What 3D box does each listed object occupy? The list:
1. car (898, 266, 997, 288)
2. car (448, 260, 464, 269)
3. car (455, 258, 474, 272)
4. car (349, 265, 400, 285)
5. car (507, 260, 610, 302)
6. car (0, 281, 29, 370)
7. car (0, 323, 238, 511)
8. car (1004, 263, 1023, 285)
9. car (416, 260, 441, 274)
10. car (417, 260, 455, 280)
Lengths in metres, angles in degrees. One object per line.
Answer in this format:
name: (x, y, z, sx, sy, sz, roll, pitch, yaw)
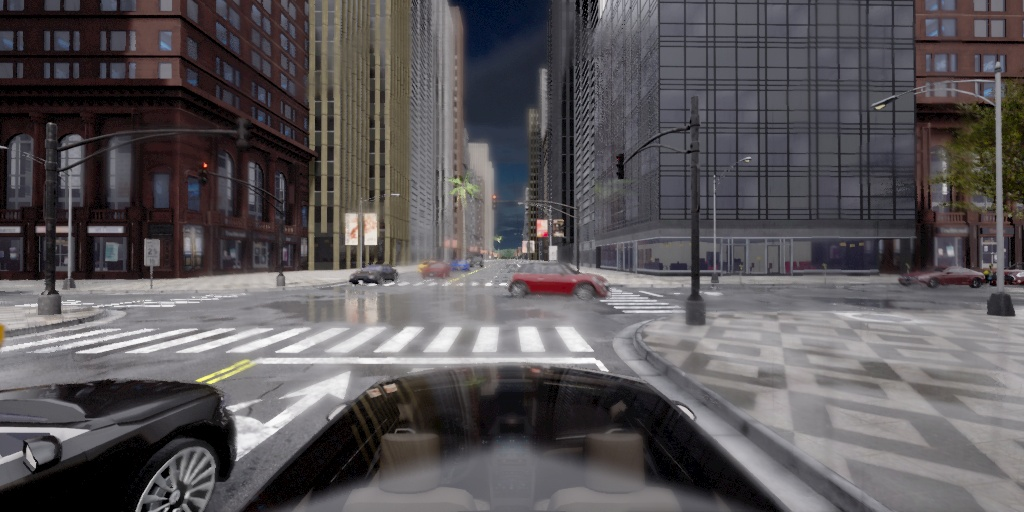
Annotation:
car: (26.426, 1.276, 22.052, 4.207, 1.307, 1.802, 0, 0, -1)
car: (-9.905, 1.479, 64.127, 2.033, 1.411, 5.357, 0, 0, 0)
car: (-6.685, 1.339, 47.703, 1.882, 1.535, 5.008, 0, 0, 0)
car: (-10.011, 1.343, 26.569, 2.033, 1.411, 5.357, 0, 0, 2)
car: (2.174, 1.089, 16.659, 4.553, 1.767, 2.097, 0, -1, 22)
car: (-9.856, 1.227, 4.116, 1.882, 1.535, 5.008, 0, 0, 0)
car: (-3.138, 1.241, 0.952, 2.128, 1.511, 4.902, 0, 0, -1)
car: (32.064, 1.118, 22.151, 4.097, 1.591, 1.967, 0, 0, -1)
car: (-9.927, 1.321, 43.061, 1.882, 1.535, 5.008, 0, 0, 0)
car: (-6.656, 1.287, 32.014, 1.882, 1.535, 5.008, 0, 0, 0)
